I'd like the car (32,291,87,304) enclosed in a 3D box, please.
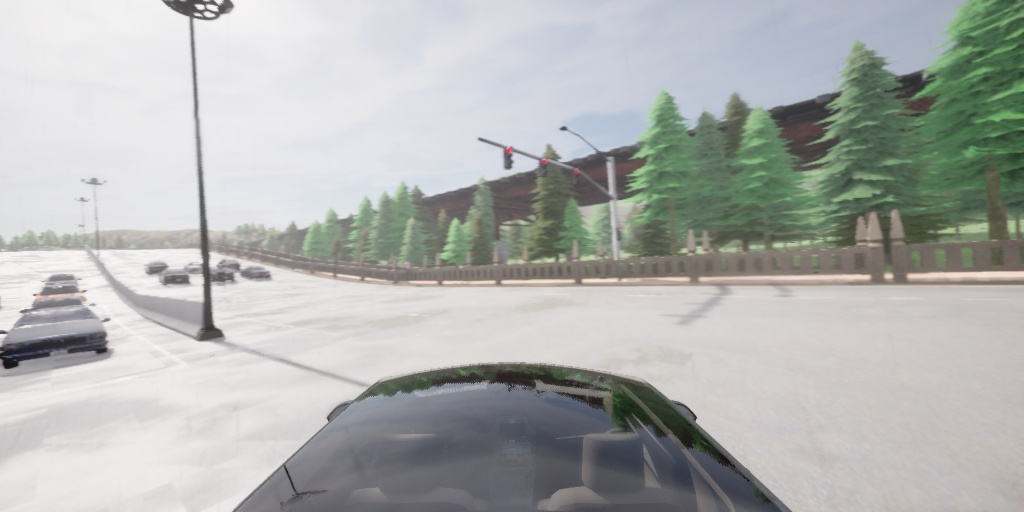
[{"bbox_3d":[-21.419,2.708,16.994,4.892,1.490,1.837,-2,1,39],"label":"car"}]

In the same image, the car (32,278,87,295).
[{"bbox_3d":[-29.106,2.655,23.129,4.553,1.767,2.097,1,3,39],"label":"car"}]

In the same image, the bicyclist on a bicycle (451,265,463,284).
[{"bbox_3d":[-4.753,1.590,31.336,0.582,1.620,1.656,-4,-1,38],"label":"bicyclist on a bicycle"}]

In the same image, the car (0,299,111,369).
[{"bbox_3d":[-13.879,2.282,10.987,5.357,1.411,2.033,-4,-1,38],"label":"car"}]

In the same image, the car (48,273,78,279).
[{"bbox_3d":[-39.011,2.334,31.138,4.892,1.490,1.837,4,5,39],"label":"car"}]

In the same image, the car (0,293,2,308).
[{"bbox_3d":[-34.253,2.832,22.783,5.008,1.535,1.882,2,3,39],"label":"car"}]

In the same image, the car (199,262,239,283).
[{"bbox_3d":[-31.996,1.958,39.126,5.008,1.535,1.882,5,5,38],"label":"car"}]

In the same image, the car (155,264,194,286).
[{"bbox_3d":[-34.668,2.043,36.784,5.008,1.535,1.882,5,5,39],"label":"car"}]

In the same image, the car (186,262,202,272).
[{"bbox_3d":[-40.187,1.368,45.669,4.718,1.301,1.895,5,5,38],"label":"car"}]

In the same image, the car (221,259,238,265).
[{"bbox_3d":[-38.239,1.156,48.480,4.674,1.442,1.812,5,5,38],"label":"car"}]

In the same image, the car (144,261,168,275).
[{"bbox_3d":[-42.636,1.374,43.125,4.892,1.490,1.837,6,5,38],"label":"car"}]

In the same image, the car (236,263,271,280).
[{"bbox_3d":[-30.164,1.879,42.129,5.357,1.411,2.033,5,5,38],"label":"car"}]
